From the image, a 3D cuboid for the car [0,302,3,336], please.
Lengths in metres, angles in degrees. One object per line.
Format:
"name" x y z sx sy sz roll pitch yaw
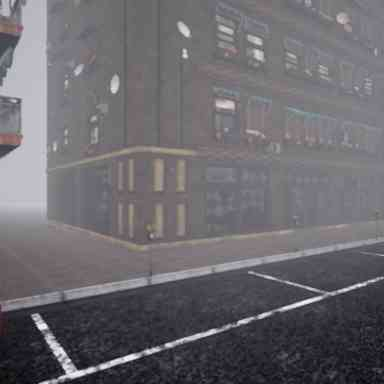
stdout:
"car" -4.501 1.549 3.347 4.507 1.381 1.887 0 0 -35
